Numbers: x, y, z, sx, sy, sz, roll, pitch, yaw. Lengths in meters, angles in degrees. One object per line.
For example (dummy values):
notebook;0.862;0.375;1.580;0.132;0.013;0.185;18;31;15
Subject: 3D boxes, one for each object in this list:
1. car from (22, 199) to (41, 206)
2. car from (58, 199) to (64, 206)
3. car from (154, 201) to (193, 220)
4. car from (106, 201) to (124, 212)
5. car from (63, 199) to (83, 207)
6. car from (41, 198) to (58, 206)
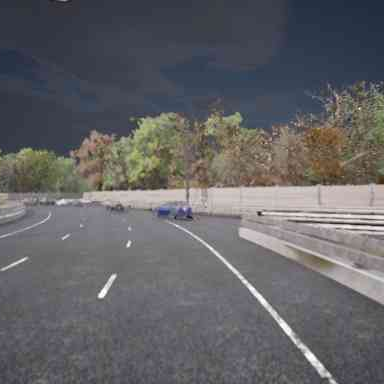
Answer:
car;-34.696;2.270;71.006;2.128;1.511;4.902;0;-1;-44
car;-29.131;2.305;75.378;1.812;1.442;4.674;0;-1;-44
car;-1.865;1.659;32.105;2.097;1.767;4.553;1;-1;-36
car;-10.934;2.034;47.294;1.812;1.442;4.674;0;-1;-26
car;-24.704;2.374;70.031;2.033;1.411;5.357;0;-1;-39
car;-32.091;2.112;73.346;2.097;1.767;4.553;0;-1;-44
